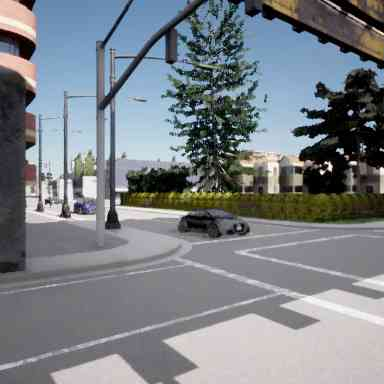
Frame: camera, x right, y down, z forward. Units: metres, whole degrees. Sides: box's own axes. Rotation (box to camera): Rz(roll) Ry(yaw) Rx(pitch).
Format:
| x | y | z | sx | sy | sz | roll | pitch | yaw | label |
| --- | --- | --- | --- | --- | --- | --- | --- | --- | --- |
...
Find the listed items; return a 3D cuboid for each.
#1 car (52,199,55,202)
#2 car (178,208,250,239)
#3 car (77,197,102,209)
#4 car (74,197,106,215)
| x | y | z | sx | sy | sz | roll | pitch | yaw | label |
| --- | --- | --- | --- | --- | --- | --- | --- | --- | --- |
| -19.349 | 1.191 | 46.554 | 2.033 | 1.411 | 5.357 | 0 | 0 | -35 | car |
| 1.065 | 1.561 | 17.518 | 1.994 | 1.385 | 4.181 | 0 | 0 | -37 | car |
| -14.059 | 1.474 | 45.331 | 1.882 | 1.535 | 5.008 | 0 | 0 | -34 | car |
| -10.401 | 1.349 | 33.699 | 2.097 | 1.767 | 4.553 | 0 | 0 | -35 | car |
